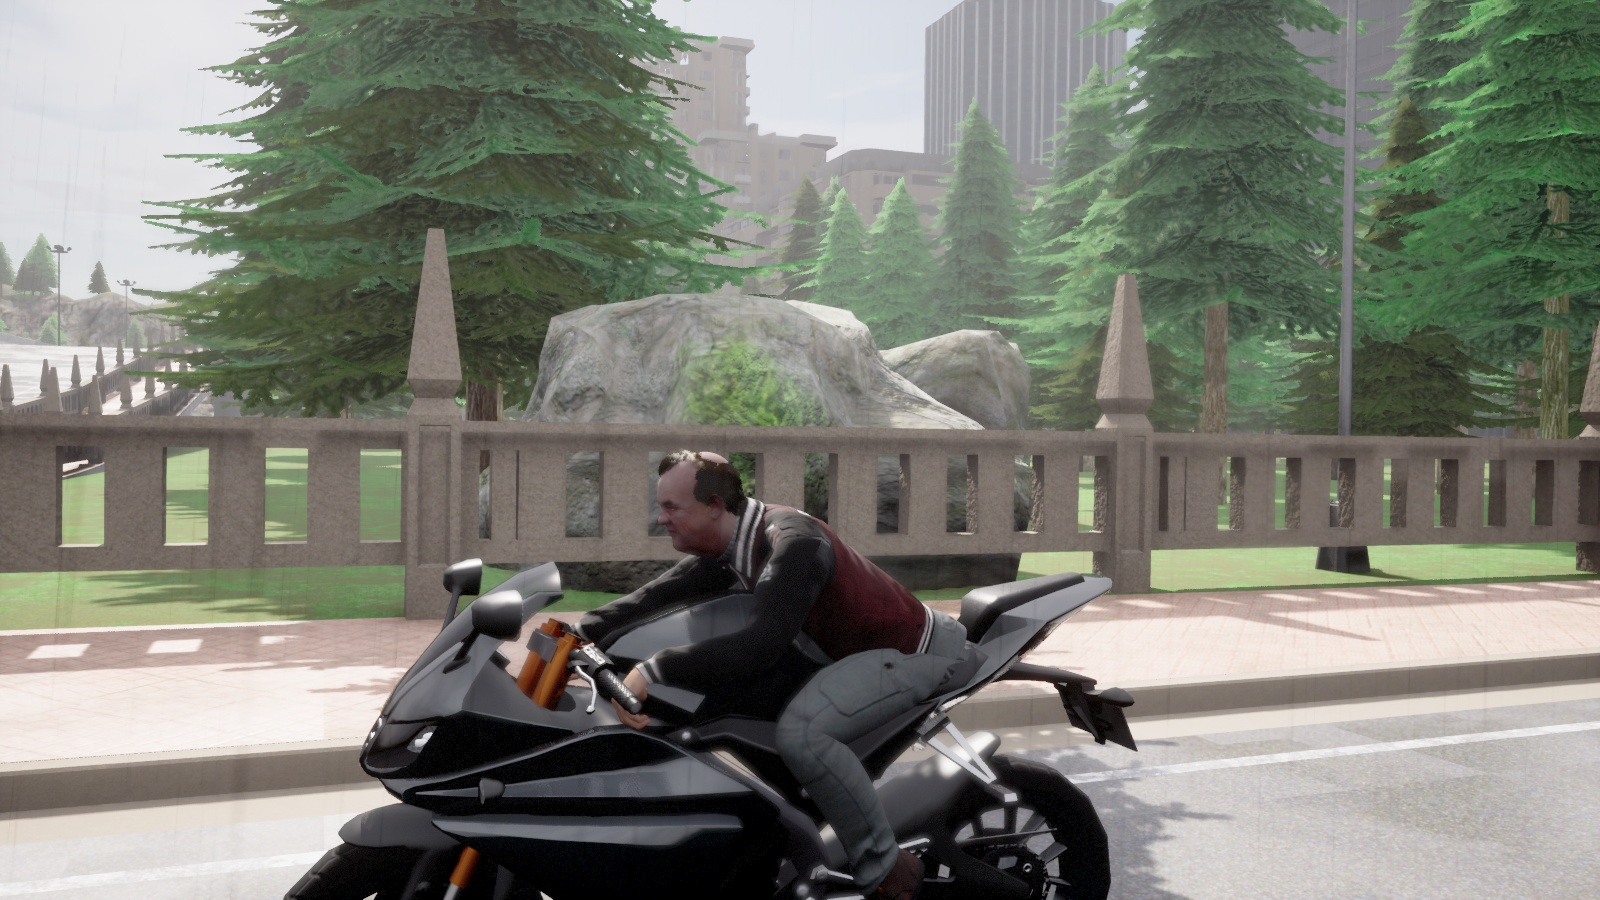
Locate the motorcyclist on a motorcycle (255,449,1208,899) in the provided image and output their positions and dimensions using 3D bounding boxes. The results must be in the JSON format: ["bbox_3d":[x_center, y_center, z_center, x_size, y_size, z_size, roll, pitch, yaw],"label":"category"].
[{"bbox_3d":[-0.153,0.783,3.181,2.191,1.530,0.866,-1,1,-21],"label":"motorcyclist on a motorcycle"}]
